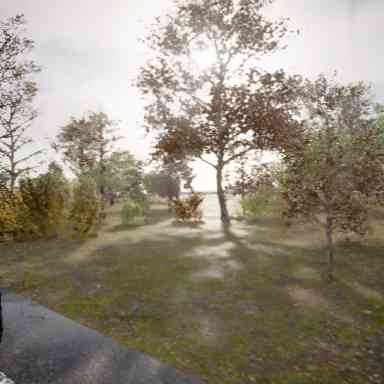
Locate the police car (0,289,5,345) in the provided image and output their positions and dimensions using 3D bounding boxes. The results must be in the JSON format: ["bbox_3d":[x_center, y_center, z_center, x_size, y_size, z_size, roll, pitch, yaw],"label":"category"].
[{"bbox_3d":[-4.757,1.474,5.216,5.238,1.638,1.930,-1,0,41],"label":"police car"}]
